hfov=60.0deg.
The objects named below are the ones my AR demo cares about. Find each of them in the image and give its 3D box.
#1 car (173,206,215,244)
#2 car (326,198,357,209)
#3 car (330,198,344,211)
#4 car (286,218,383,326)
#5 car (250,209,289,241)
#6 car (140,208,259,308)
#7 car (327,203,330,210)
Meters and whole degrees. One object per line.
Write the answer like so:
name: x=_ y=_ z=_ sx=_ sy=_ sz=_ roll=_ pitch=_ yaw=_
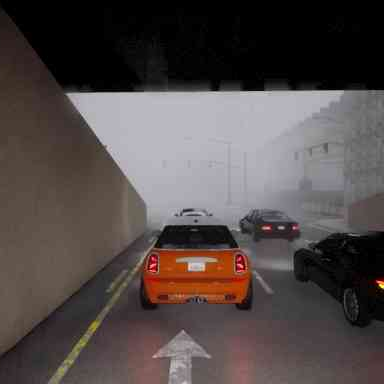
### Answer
car: x=0.093 y=1.526 z=16.735 sx=1.812 sy=1.442 sz=4.674 roll=0 pitch=0 yaw=0
car: x=17.558 y=1.295 z=38.944 sx=1.853 sy=1.218 sz=4.536 roll=0 pitch=0 yaw=45
car: x=17.419 y=1.453 z=34.300 sx=2.038 sy=1.542 sz=4.974 roll=0 pitch=0 yaw=-35
car: x=3.584 y=1.526 z=6.914 sx=1.812 sy=1.442 sz=4.674 roll=0 pitch=0 yaw=0
car: x=3.626 y=1.547 z=16.406 sx=2.033 sy=1.411 sz=5.357 roll=0 pitch=0 yaw=-3
car: x=0.086 y=1.352 z=8.057 sx=2.097 sy=1.767 sz=4.553 roll=0 pitch=0 yaw=0
car: x=17.522 y=1.453 z=38.907 sx=2.038 sy=1.542 sz=4.974 roll=0 pitch=0 yaw=45
